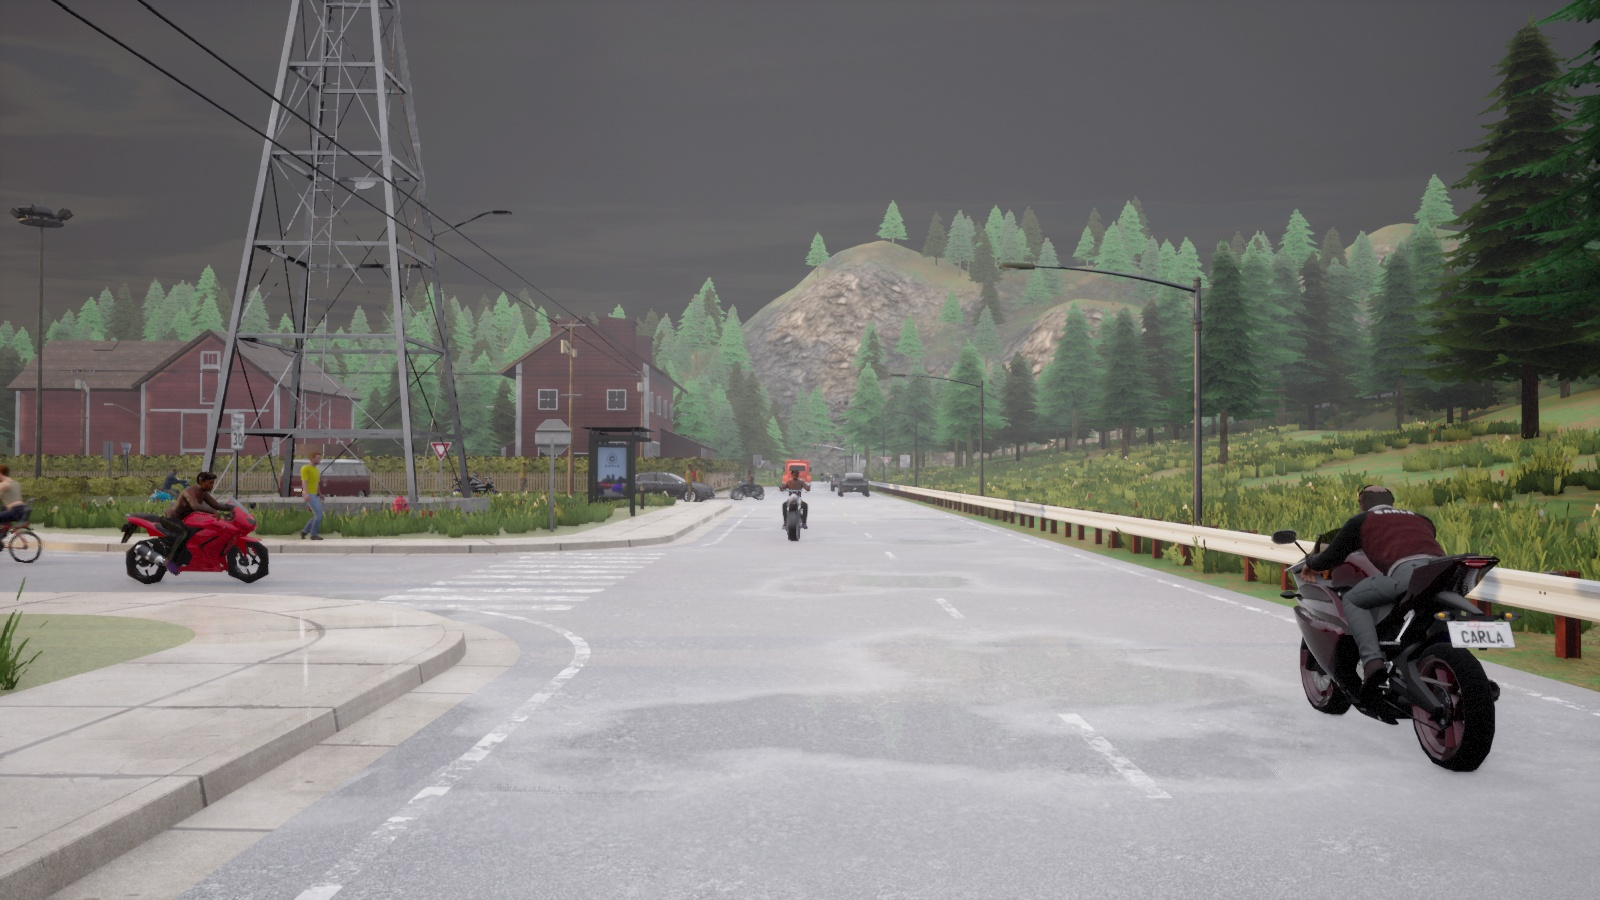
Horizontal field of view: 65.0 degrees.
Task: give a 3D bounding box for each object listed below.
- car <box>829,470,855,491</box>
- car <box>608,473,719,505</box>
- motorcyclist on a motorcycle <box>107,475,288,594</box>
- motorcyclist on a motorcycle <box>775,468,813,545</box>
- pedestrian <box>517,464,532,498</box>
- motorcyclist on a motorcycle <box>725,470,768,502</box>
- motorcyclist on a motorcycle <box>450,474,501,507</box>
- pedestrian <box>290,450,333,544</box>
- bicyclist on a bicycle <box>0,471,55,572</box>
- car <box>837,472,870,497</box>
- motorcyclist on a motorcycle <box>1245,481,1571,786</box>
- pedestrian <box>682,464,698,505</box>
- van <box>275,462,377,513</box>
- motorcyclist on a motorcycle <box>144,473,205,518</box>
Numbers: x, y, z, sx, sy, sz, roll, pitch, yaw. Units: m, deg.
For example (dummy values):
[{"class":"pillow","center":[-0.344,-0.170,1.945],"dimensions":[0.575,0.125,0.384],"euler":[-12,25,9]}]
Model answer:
[{"class":"car","center":[3.273,2.341,98.000],"dimensions":[1.851,1.617,3.988],"euler":[0,-1,0]},{"class":"car","center":[-6.437,1.841,59.464],"dimensions":[4.892,1.490,1.837],"euler":[0,-1,7]},{"class":"motorcyclist on a motorcycle","center":[-8.070,1.113,16.863],"dimensions":[2.044,1.523,0.797],"euler":[-1,-1,3]},{"class":"motorcyclist on a motorcycle","center":[-0.109,1.244,28.535],"dimensions":[0.766,1.649,2.350],"euler":[-1,-1,2]},{"class":"pedestrian","center":[-14.773,1.656,67.293],"dimensions":[0.709,1.840,0.431],"euler":[0,-1,0]},{"class":"motorcyclist on a motorcycle","center":[-2.765,1.871,65.382],"dimensions":[0.766,1.649,2.350],"euler":[-4,-3,43]},{"class":"motorcyclist on a motorcycle","center":[-15.429,1.912,59.747],"dimensions":[2.191,1.530,0.866],"euler":[0,-1,0]},{"class":"pedestrian","center":[-9.643,0.924,24.786],"dimensions":[0.706,1.836,0.354],"euler":[0,-1,4]},{"class":"bicyclist on a bicycle","center":[-13.108,1.145,20.369],"dimensions":[1.509,1.612,0.866],"euler":[0,-1,-1]},{"class":"car","center":[3.325,2.122,78.545],"dimensions":[1.837,1.490,4.892],"euler":[0,-1,0]},{"class":"motorcyclist on a motorcycle","center":[3.483,0.961,7.490],"dimensions":[0.866,1.530,2.191],"euler":[0,-1,0]},{"class":"pedestrian","center":[-5.054,1.587,57.683],"dimensions":[0.709,1.840,0.431],"euler":[0,-1,-11]},{"class":"van","center":[-19.477,1.513,51.791],"dimensions":[1.775,1.987,4.442],"euler":[0,-1,13]},{"class":"motorcyclist on a motorcycle","center":[-22.594,1.619,45.392],"dimensions":[1.817,1.590,0.866],"euler":[1,-1,-40]}]
